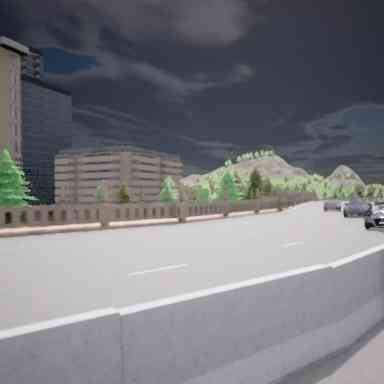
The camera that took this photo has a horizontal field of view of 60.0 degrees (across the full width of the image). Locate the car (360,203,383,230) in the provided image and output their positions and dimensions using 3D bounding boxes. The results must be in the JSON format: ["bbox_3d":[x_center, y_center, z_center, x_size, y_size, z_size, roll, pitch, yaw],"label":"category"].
[{"bbox_3d":[12.124,1.582,20.581,1.994,1.385,4.181,-1,0,39],"label":"car"}]

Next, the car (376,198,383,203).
[{"bbox_3d":[32.190,1.644,56.314,1.994,1.385,4.181,-1,0,24],"label":"car"}]

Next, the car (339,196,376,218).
[{"bbox_3d":[15.331,1.406,30.626,2.097,1.767,4.553,-1,0,33],"label":"car"}]

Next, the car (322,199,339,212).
[{"bbox_3d":[17.236,1.630,40.587,1.812,1.442,4.674,-1,-1,28],"label":"car"}]

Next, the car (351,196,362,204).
[{"bbox_3d":[33.134,1.589,67.172,1.837,1.490,4.892,-1,0,24],"label":"car"}]
